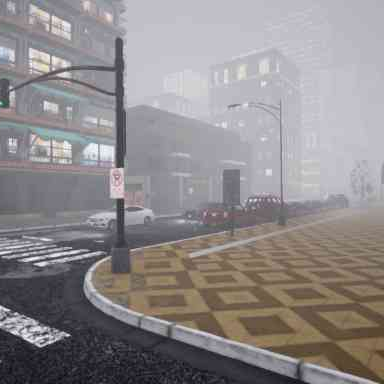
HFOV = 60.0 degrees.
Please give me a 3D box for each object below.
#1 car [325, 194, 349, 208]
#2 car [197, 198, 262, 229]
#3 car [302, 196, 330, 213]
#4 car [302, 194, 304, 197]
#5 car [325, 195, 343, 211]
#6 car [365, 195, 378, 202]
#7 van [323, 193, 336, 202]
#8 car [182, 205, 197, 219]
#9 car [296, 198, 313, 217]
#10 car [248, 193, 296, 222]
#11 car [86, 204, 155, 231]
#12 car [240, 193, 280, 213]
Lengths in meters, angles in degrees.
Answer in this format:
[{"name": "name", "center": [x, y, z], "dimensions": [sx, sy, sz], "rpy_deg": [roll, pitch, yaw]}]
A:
[{"name": "car", "center": [18.995, 1.167, 43.302], "dimensions": [2.192, 1.841, 5.009], "rpy_deg": [-1, 0, 36]}, {"name": "car", "center": [2.439, 1.352, 20.765], "dimensions": [1.967, 1.590, 4.097], "rpy_deg": [-1, 0, 36]}, {"name": "car", "center": [12.375, 1.421, 34.287], "dimensions": [1.887, 1.381, 4.507], "rpy_deg": [-1, 0, 36]}, {"name": "car", "center": [22.481, 1.439, 61.352], "dimensions": [1.752, 1.417, 4.829], "rpy_deg": [-1, 0, 36]}, {"name": "car", "center": [15.686, 1.415, 38.794], "dimensions": [2.008, 1.369, 4.403], "rpy_deg": [-1, 0, 36]}, {"name": "car", "center": [35.555, 1.333, 65.838], "dimensions": [1.887, 1.381, 4.507], "rpy_deg": [-1, 0, 36]}, {"name": "van", "center": [29.203, 1.229, 70.504], "dimensions": [1.690, 1.788, 3.998], "rpy_deg": [-1, 0, 36]}, {"name": "car", "center": [1.397, 1.516, 28.488], "dimensions": [2.033, 1.411, 5.357], "rpy_deg": [-1, 0, 36]}, {"name": "car", "center": [9.064, 1.470, 29.779], "dimensions": [1.802, 1.307, 4.206], "rpy_deg": [-1, 0, 36]}, {"name": "car", "center": [5.750, 1.215, 25.273], "dimensions": [2.192, 1.841, 5.009], "rpy_deg": [-1, 0, 36]}, {"name": "car", "center": [-4.303, 1.515, 20.734], "dimensions": [1.812, 1.442, 4.674], "rpy_deg": [-1, 0, 36]}, {"name": "car", "center": [7.641, 1.167, 36.983], "dimensions": [2.150, 2.045, 5.566], "rpy_deg": [-1, 0, 36]}]
